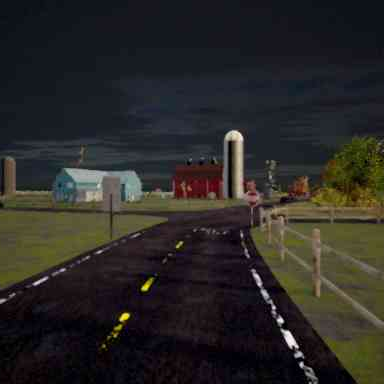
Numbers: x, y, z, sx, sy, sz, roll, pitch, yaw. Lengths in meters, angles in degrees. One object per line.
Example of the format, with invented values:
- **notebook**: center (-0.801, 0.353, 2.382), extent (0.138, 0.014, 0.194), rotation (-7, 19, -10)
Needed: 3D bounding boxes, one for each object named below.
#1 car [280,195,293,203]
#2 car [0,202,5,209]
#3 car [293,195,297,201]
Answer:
- **car**: center (21.494, 1.741, 76.828), extent (1.837, 1.490, 4.892), rotation (0, 0, 25)
- **car**: center (-27.645, 1.637, 45.407), extent (4.181, 1.385, 1.994), rotation (0, 0, 24)
- **car**: center (25.891, 1.506, 86.247), extent (2.097, 1.767, 4.553), rotation (0, 0, 25)
